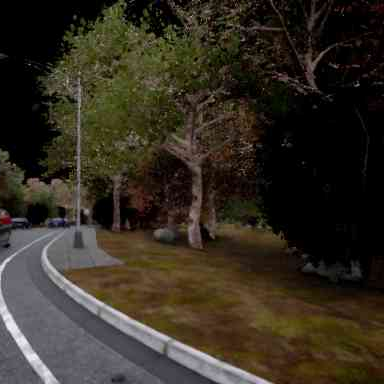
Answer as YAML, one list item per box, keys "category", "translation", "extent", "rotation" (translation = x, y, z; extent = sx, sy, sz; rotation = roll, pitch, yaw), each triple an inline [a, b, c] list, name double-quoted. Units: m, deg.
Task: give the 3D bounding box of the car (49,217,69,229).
- category: "car"
  translation: [-19.188, 4.422, 47.637]
  extent: [1.882, 1.535, 5.008]
  rotation: [1, -5, -17]

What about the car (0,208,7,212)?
- category: "car"
  translation: [-17.152, 2.405, 28.312]
  extent: [2.150, 2.045, 5.566]
  rotation: [1, -5, -17]

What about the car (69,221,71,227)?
- category: "car"
  translation: [-22.149, 5.403, 57.618]
  extent: [1.837, 1.490, 4.892]
  rotation: [1, -6, -15]

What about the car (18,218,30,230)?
- category: "car"
  translation: [-20.273, 3.720, 38.897]
  extent: [2.033, 1.411, 5.357]
  rotation: [1, -5, -16]

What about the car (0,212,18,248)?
- category: "car"
  translation: [-8.735, 1.747, 13.675]
  extent: [1.837, 1.490, 4.892]
  rotation: [0, -2, -19]
